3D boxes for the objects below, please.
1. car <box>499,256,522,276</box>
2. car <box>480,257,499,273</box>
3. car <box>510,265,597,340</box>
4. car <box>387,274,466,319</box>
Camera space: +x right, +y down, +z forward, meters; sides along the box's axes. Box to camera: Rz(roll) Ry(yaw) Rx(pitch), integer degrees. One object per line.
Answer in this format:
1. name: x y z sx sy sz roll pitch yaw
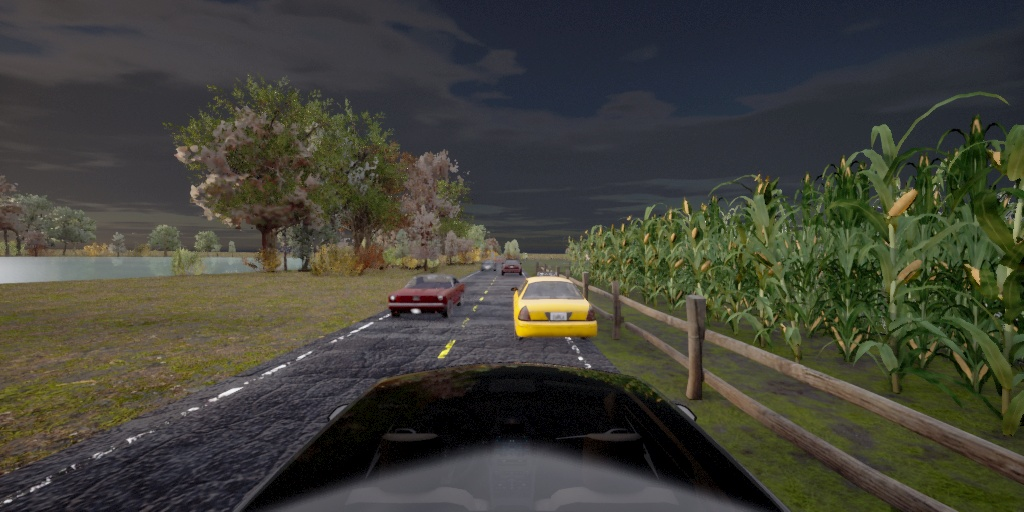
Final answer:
1. car: -0.031 1.097 37.931 2.097 1.767 4.553 0 0 0
2. car: -2.878 1.236 44.551 2.128 1.511 4.902 0 0 0
3. car: 0.938 1.204 9.861 1.801 1.575 5.366 0 0 0
4. car: -2.884 1.348 12.969 1.895 1.301 4.718 0 0 0
